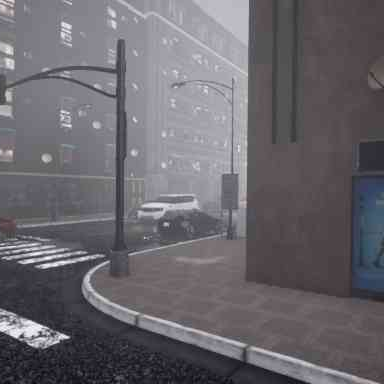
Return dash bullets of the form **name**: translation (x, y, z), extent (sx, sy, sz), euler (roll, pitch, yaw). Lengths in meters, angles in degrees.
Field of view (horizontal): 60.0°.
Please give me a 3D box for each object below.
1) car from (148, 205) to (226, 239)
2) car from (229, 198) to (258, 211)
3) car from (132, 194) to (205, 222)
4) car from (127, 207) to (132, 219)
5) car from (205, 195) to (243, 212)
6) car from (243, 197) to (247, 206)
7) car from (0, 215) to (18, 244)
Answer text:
- **car**: translation (-0.041, 1.599, 17.708), extent (1.947, 1.339, 4.313), euler (1, 1, 35)
- **car**: translation (6.348, 1.483, 40.530), extent (1.802, 1.307, 4.206), euler (1, 1, 35)
- **car**: translation (-1.590, 1.173, 24.934), extent (2.150, 2.045, 5.566), euler (1, 1, 33)
- **car**: translation (-3.280, 1.362, 26.807), extent (1.967, 1.590, 4.097), euler (1, 1, 35)
- **car**: translation (3.141, 1.223, 35.954), extent (2.192, 1.841, 5.009), euler (1, 1, 35)
- **car**: translation (6.246, 1.291, 36.076), extent (2.097, 1.767, 4.553), euler (1, 1, 35)
- **car**: translation (-9.615, 1.505, 13.512), extent (1.812, 1.442, 4.674), euler (0, 0, 35)
